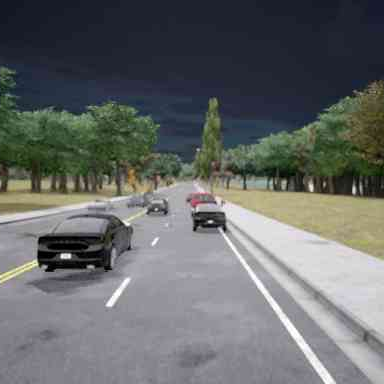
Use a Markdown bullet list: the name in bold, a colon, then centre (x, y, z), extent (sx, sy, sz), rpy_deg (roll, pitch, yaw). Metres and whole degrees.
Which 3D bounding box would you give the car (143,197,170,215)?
- **car**: centre (-3.167, 1.343, 31.724), extent (1.812, 1.442, 4.674), rpy_deg (0, 1, 0)

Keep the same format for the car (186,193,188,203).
- **car**: centre (-0.029, 1.016, 53.655), extent (1.895, 1.301, 4.718), rpy_deg (0, 1, 0)

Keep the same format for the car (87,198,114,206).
- **car**: centre (-9.866, 1.364, 36.056), extent (1.895, 1.301, 4.718), rpy_deg (0, 1, 0)

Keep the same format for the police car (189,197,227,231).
- **police car**: centre (0.964, 1.332, 19.919), extent (1.930, 1.638, 5.238), rpy_deg (0, 0, 0)

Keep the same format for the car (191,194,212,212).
- **car**: centre (0.954, 1.117, 35.772), extent (2.097, 1.767, 4.553), rpy_deg (0, 1, 0)

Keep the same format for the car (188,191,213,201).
- **car**: centre (0.959, 1.060, 29.834), extent (2.150, 2.045, 5.566), rpy_deg (0, 1, 0)

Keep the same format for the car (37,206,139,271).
- **car**: centre (-3.157, 1.439, 10.794), extent (1.882, 1.535, 5.008), rpy_deg (0, 0, 0)

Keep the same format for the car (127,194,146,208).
- **car**: centre (-6.611, 1.041, 40.667), extent (2.097, 1.767, 4.553), rpy_deg (0, 1, 0)

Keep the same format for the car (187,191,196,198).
- **car**: centre (-0.037, 0.506, 69.716), extent (1.895, 1.301, 4.718), rpy_deg (0, 1, 0)
